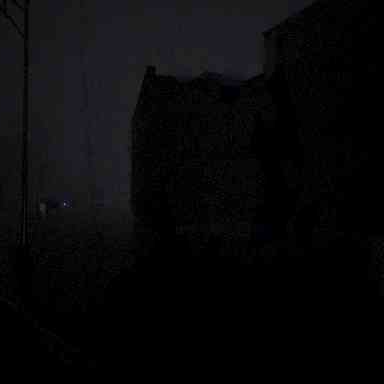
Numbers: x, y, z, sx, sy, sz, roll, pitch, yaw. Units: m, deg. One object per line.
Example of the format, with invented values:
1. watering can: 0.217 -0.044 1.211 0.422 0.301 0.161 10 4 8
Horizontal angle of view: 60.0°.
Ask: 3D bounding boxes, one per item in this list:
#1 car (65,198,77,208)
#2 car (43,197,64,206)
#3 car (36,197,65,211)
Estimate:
1. car: -19.902 1.722 53.484 1.812 1.442 4.674 1 0 -7
2. car: -23.966 1.660 57.845 2.128 1.511 4.902 1 0 -7
3. car: -18.558 1.633 42.980 2.128 1.511 4.902 1 0 -6
